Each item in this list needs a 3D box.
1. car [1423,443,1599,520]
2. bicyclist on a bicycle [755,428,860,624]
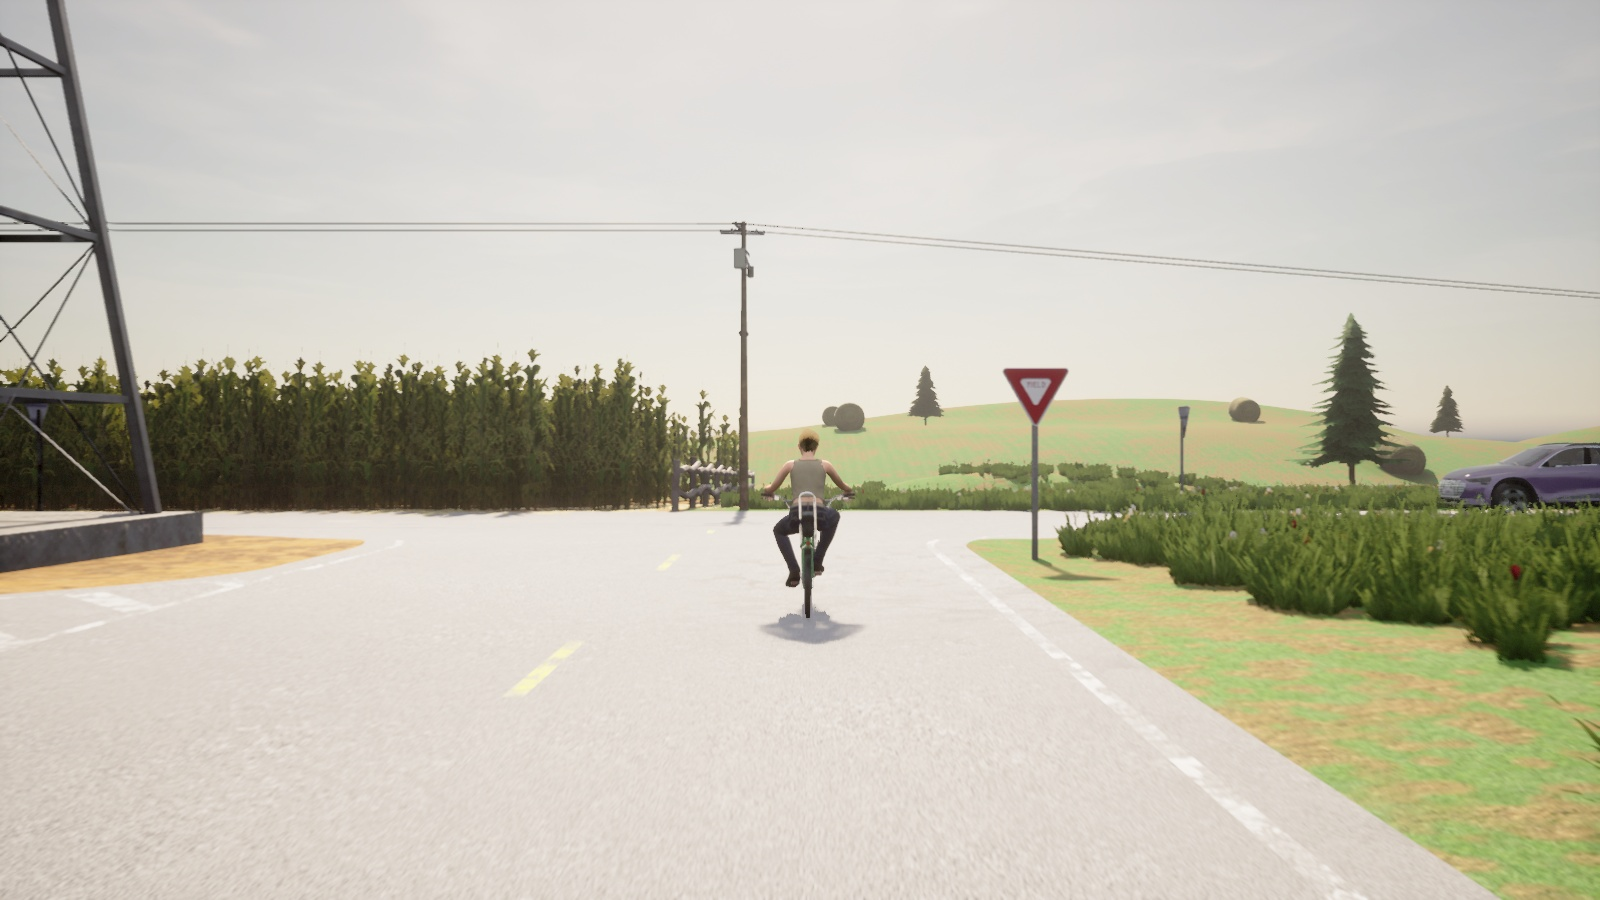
[{"bbox_3d":[16.733,0.673,27.828,4.856,1.649,2.033,0,0,0],"label":"car"},{"bbox_3d":[0.071,0.620,11.093,0.866,1.612,1.509,0,0,1],"label":"bicyclist on a bicycle"}]
